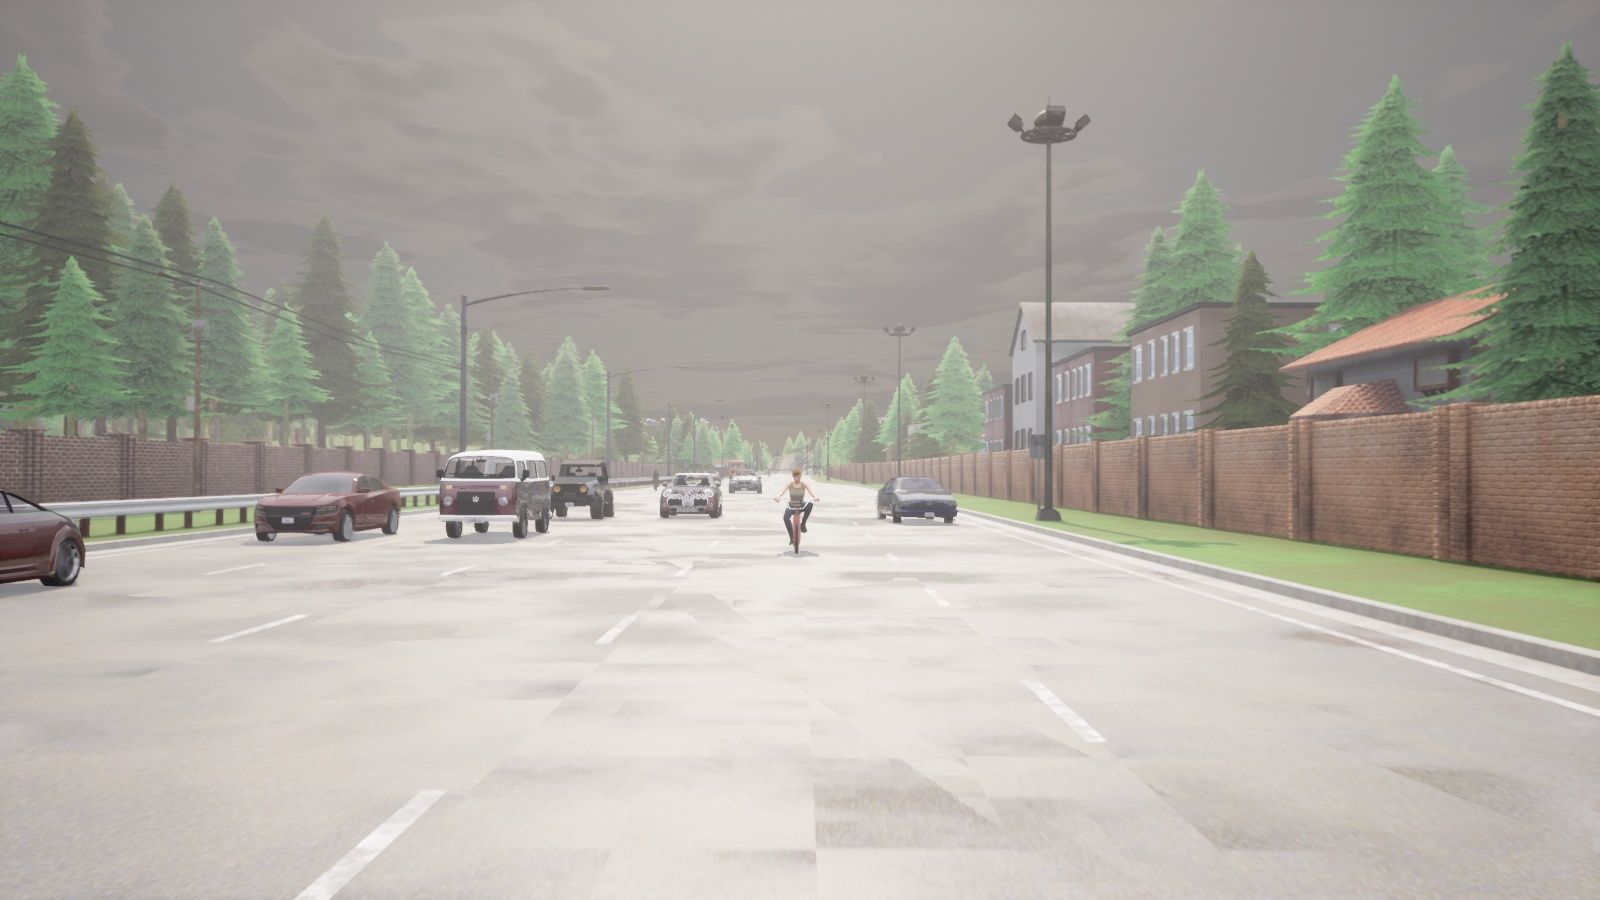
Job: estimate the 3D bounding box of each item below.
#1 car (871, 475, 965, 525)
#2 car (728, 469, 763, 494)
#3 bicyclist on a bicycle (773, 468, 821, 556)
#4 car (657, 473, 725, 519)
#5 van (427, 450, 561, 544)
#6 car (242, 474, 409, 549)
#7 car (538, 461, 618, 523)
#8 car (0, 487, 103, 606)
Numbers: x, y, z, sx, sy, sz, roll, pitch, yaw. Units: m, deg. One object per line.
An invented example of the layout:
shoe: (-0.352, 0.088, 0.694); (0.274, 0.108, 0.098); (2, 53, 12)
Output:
car: (3.556, 1.499, 38.920); (2.033, 1.411, 5.357); (0, -1, -4)
car: (-3.714, 2.118, 86.247); (2.242, 1.667, 4.611); (0, -1, 0)
bicyclist on a bicycle: (-0.050, 1.152, 23.908); (0.866, 1.612, 1.509); (0, -1, 0)
car: (-3.605, 1.500, 42.167); (1.970, 1.475, 3.806); (0, -1, 0)
van: (-7.074, 1.061, 29.562); (2.069, 2.038, 4.480); (0, -1, 0)
car: (-10.571, 1.310, 28.414); (1.882, 1.535, 5.008); (0, -1, 0)
car: (-7.101, 1.317, 40.476); (1.905, 1.878, 3.866); (0, -1, 0)
car: (-10.538, 1.173, 15.100); (1.994, 1.385, 4.181); (0, -1, 0)
